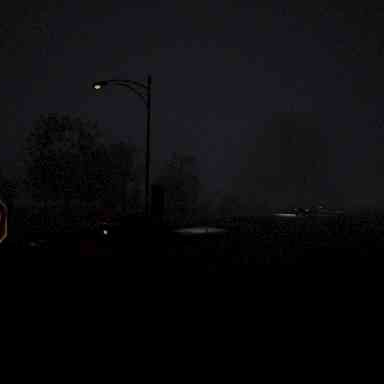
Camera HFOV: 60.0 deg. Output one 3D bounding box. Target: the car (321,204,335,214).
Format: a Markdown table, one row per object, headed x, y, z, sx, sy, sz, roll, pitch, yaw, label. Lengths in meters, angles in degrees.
| x | y | z | sx | sy | sz | roll | pitch | yaw | label |
| --- | --- | --- | --- | --- | --- | --- | --- | --- | --- |
| 20.997 | 2.584 | 52.105 | 2.128 | 1.511 | 4.902 | 1 | -1 | 36 | car |

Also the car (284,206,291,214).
| x | y | z | sx | sy | sz | roll | pitch | yaw | label |
| --- | --- | --- | --- | --- | --- | --- | --- | --- | --- |
| 15.358 | 2.519 | 48.977 | 2.033 | 1.411 | 5.357 | 1 | -1 | 36 | car |

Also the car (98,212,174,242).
| x | y | z | sx | sy | sz | roll | pitch | yaw | label |
| --- | --- | --- | --- | --- | --- | --- | --- | --- | --- |
| -2.963 | 1.873 | 18.797 | 2.128 | 1.511 | 4.902 | 1 | -1 | 36 | car |

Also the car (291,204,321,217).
| x | y | z | sx | sy | sz | roll | pitch | yaw | label |
| --- | --- | --- | --- | --- | --- | --- | --- | --- | --- |
| 15.015 | 2.447 | 43.704 | 1.812 | 1.442 | 4.674 | 1 | -1 | 36 | car |
